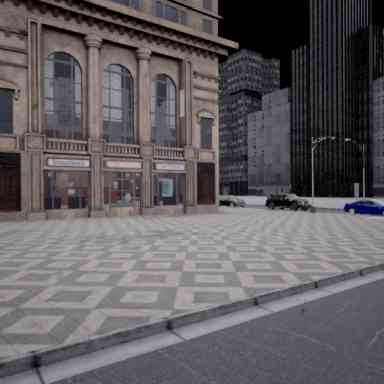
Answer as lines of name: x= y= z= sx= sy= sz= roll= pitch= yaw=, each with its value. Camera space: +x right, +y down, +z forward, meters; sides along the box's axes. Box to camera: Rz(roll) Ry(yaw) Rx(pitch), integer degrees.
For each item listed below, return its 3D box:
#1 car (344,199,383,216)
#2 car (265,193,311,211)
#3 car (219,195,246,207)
car: x=16.680 y=1.426 z=30.701 sx=1.882 sy=1.535 sz=5.008 roll=-1 pitch=1 yaw=-35
car: x=11.110 y=1.142 z=38.938 sx=2.150 sy=2.045 sz=5.566 roll=-1 pitch=0 yaw=-34
car: x=5.539 y=1.244 z=47.203 sx=2.097 sy=1.767 sz=4.553 roll=-1 pitch=0 yaw=-34
